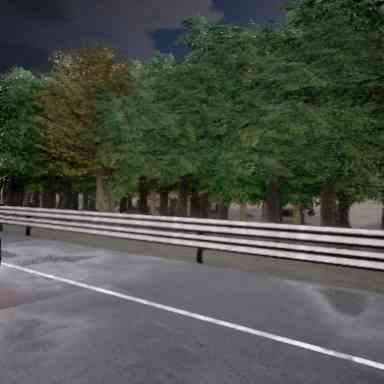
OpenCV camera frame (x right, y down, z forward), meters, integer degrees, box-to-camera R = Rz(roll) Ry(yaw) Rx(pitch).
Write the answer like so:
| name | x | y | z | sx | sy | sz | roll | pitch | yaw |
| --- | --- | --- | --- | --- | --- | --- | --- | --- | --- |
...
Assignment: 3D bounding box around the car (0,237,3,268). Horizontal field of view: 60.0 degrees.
| name | x | y | z | sx | sy | sz | roll | pitch | yaw |
| --- | --- | --- | --- | --- | --- | --- | --- | --- | --- |
| car | -7.106 | 1.402 | 9.059 | 5.008 | 1.535 | 1.882 | 1 | 0 | 35 |
